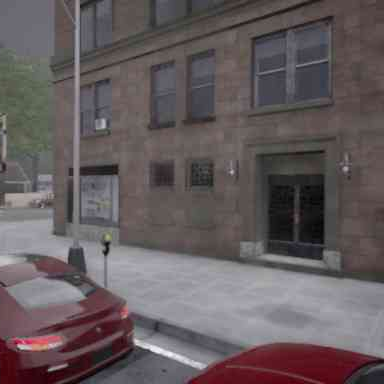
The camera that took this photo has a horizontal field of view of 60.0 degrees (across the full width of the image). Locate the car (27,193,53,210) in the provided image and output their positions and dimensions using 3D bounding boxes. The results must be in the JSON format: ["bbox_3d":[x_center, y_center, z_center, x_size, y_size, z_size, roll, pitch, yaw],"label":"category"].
[{"bbox_3d":[-15.330,0.917,36.058,2.097,1.767,4.553,1,1,35],"label":"car"}]

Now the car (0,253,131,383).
[{"bbox_3d":[-2.643,1.539,4.679,4.206,1.307,1.802,1,0,35],"label":"car"}]

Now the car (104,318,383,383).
[{"bbox_3d":[1.862,1.552,1.492,4.507,1.381,1.887,1,0,35],"label":"car"}]
